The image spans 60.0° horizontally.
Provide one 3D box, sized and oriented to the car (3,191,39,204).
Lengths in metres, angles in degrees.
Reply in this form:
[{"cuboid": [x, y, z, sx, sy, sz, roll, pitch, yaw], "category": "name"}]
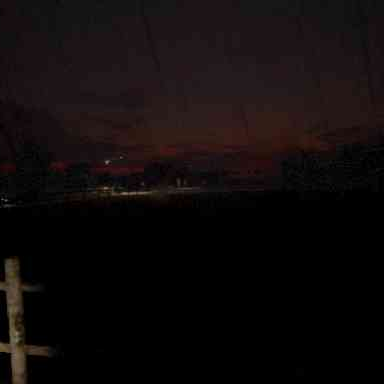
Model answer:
[{"cuboid": [-20.807, 0.627, 40.688, 1.837, 1.490, 4.892, -1, 2, 12], "category": "car"}]
